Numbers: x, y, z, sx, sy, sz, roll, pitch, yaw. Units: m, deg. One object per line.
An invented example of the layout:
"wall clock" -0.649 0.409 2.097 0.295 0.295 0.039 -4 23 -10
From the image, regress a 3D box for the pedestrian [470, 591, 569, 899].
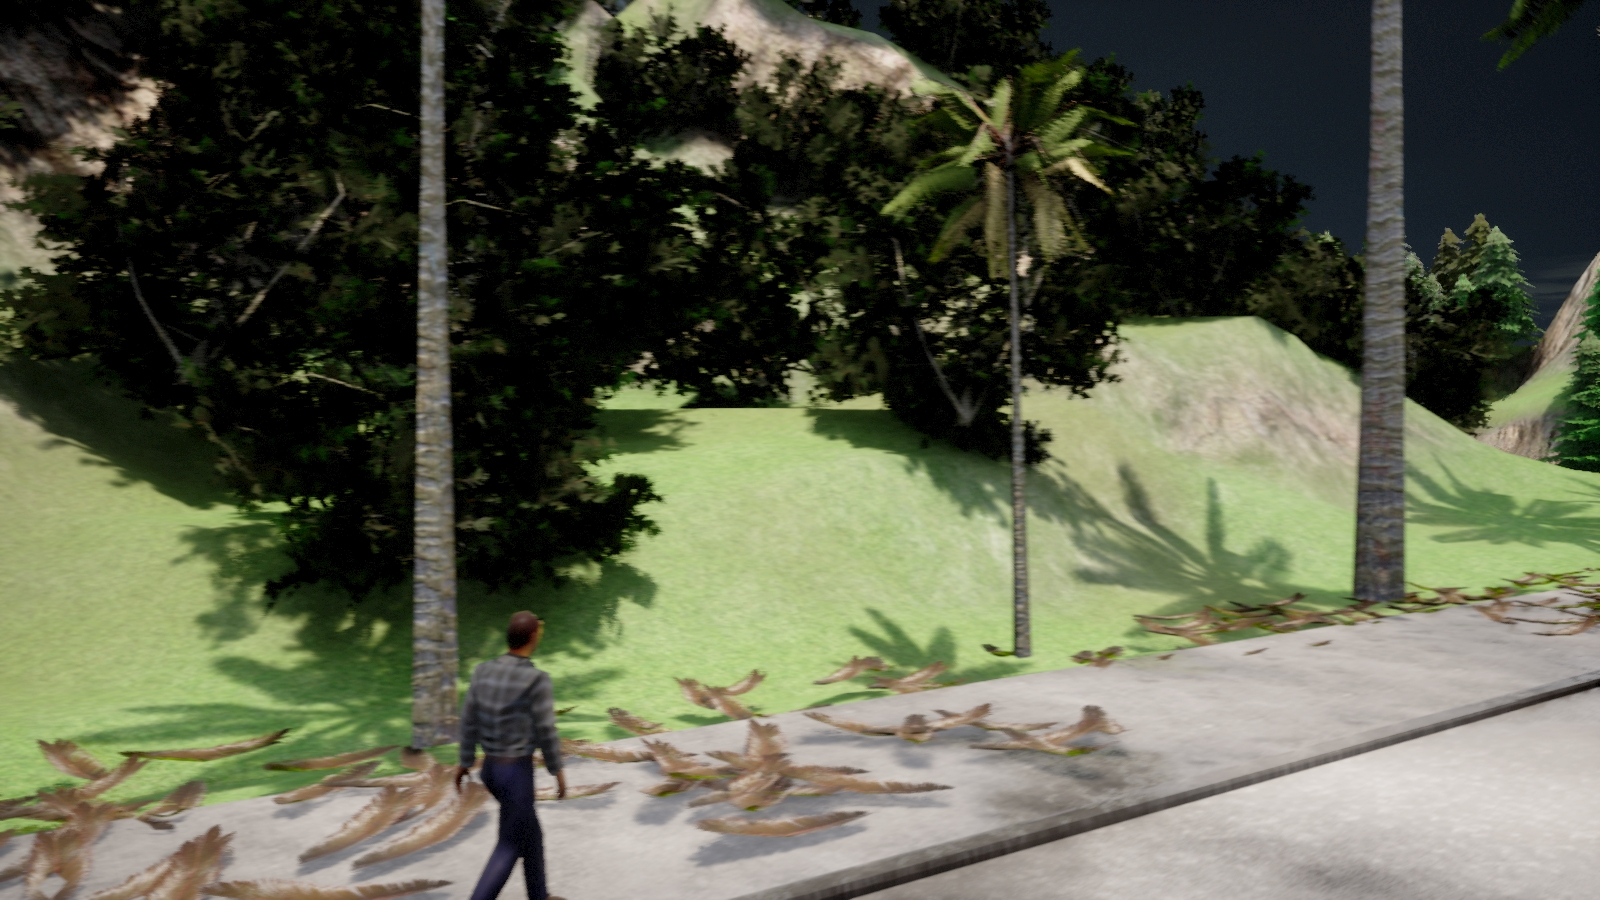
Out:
"pedestrian" -1.554 1.743 6.343 0.375 1.860 0.375 0 0 33
